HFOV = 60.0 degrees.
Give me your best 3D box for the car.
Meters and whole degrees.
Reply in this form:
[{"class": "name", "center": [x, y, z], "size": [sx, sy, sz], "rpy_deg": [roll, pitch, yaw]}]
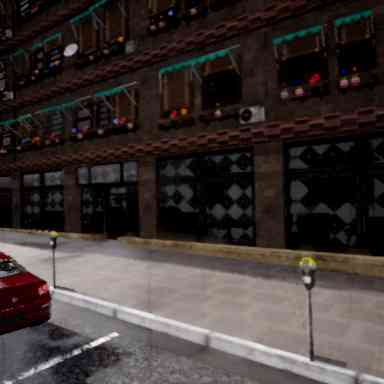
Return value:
[{"class": "car", "center": [-4.141, 1.632, 5.846], "size": [4.206, 1.307, 1.802], "rpy_deg": [-1, -1, 36]}]
